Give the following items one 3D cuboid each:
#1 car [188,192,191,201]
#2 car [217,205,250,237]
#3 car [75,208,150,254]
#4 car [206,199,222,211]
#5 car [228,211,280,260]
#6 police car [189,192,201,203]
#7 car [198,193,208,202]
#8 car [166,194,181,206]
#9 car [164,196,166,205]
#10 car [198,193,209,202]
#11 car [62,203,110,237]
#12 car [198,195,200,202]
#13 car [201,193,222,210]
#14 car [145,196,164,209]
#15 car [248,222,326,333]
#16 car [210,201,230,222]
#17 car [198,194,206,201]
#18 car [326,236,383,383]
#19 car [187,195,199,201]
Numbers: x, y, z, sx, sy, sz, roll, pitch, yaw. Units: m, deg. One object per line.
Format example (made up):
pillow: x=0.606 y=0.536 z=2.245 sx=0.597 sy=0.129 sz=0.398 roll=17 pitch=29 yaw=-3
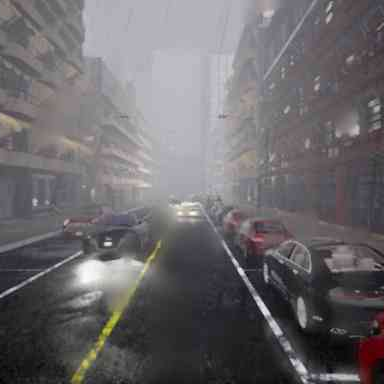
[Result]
car: x=0.240 y=1.434 z=76.110 sx=1.882 sy=1.535 sz=5.008 roll=0 pitch=0 yaw=-11
car: x=2.560 y=1.574 z=17.677 sx=1.802 sy=1.307 sz=4.206 roll=-1 pitch=0 yaw=0
car: x=-2.848 y=1.557 z=13.251 sx=1.994 sy=1.385 sz=4.181 roll=0 pitch=0 yaw=0
car: x=2.562 y=1.537 z=28.775 sx=2.008 sy=1.369 sz=4.403 roll=-1 pitch=0 yaw=0
car: x=2.559 y=1.577 z=12.128 sx=1.802 sy=1.307 sz=4.206 roll=-1 pitch=0 yaw=0
police car: x=0.839 y=1.389 z=66.422 sx=1.930 sy=1.638 sz=5.238 roll=0 pitch=0 yaw=0
car: x=2.570 y=1.270 z=78.716 sx=2.192 sy=1.841 sz=5.009 roll=-1 pitch=0 yaw=0
car: x=-2.795 y=1.535 z=54.868 sx=1.994 sy=1.385 sz=4.181 roll=0 pitch=0 yaw=0
car: x=-5.314 y=1.410 z=56.501 sx=1.967 sy=1.590 sz=4.097 roll=-1 pitch=0 yaw=0
car: x=2.568 y=1.274 z=73.167 sx=2.192 sy=1.841 sz=5.009 roll=-1 pitch=0 yaw=0
car: x=-5.322 y=1.432 z=17.657 sx=1.967 sy=1.590 sz=4.097 roll=-1 pitch=0 yaw=0
car: x=2.569 y=1.549 z=62.069 sx=1.802 sy=1.307 sz=4.206 roll=-1 pitch=0 yaw=0
car: x=2.562 y=1.295 z=39.873 sx=2.192 sy=1.841 sz=5.009 roll=-1 pitch=0 yaw=0
car: x=-5.315 y=1.502 z=45.233 sx=1.752 sy=1.417 sz=4.829 roll=-1 pitch=0 yaw=0
car: x=2.558 y=1.548 z=6.579 sx=2.008 sy=1.369 sz=4.403 roll=-1 pitch=0 yaw=0
car: x=2.561 y=1.555 z=23.226 sx=1.947 sy=1.339 sz=4.313 roll=-1 pitch=0 yaw=0
car: x=2.572 y=1.391 z=84.265 sx=1.967 sy=1.590 sz=4.097 roll=-1 pitch=0 yaw=0
car: x=2.554 y=1.315 z=1.030 sx=2.192 sy=1.841 sz=5.009 roll=-1 pitch=0 yaw=0
car: x=0.294 y=1.458 z=82.189 sx=1.837 sy=1.490 sz=4.892 roll=0 pitch=0 yaw=15
